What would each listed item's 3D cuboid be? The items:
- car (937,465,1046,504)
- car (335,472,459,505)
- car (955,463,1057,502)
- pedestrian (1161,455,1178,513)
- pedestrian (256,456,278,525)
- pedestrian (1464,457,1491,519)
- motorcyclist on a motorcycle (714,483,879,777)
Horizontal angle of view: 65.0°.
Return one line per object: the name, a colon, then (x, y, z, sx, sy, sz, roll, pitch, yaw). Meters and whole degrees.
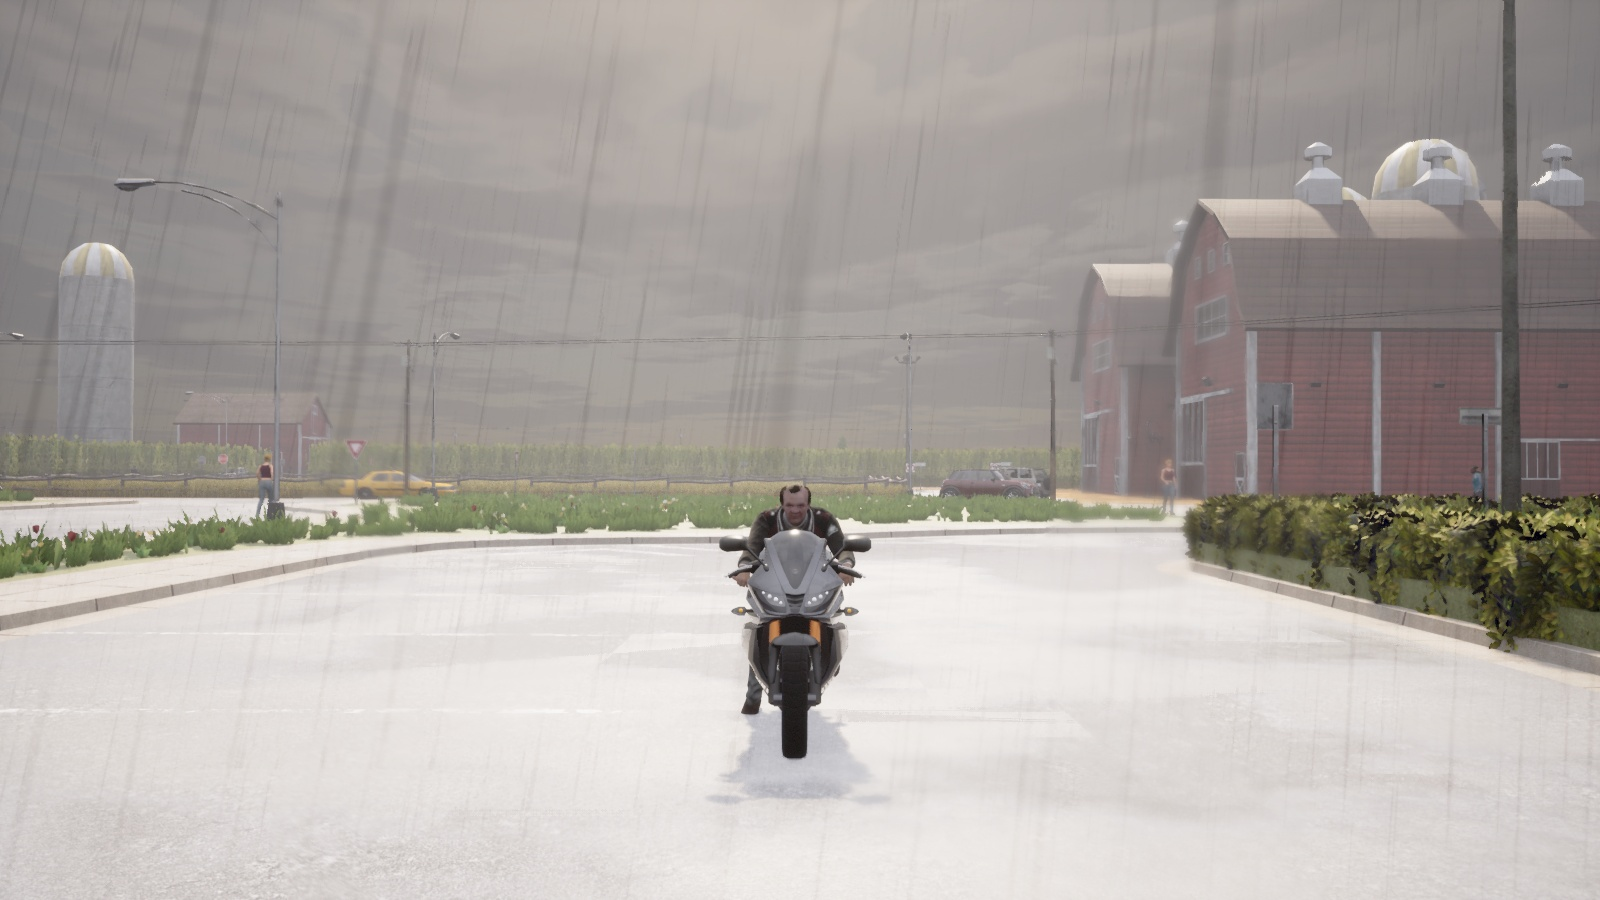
car: (8.877, 1.589, 58.289, 4.553, 1.767, 2.097, -1, -1, 26)
car: (-19.351, 1.843, 60.415, 5.366, 1.575, 1.801, 0, -1, 0)
car: (10.142, 1.612, 62.077, 4.605, 1.855, 1.932, -1, -2, 38)
pedestrian: (11.835, 1.097, 40.245, 0.345, 1.836, 0.594, 0, -1, 0)
pedestrian: (-14.426, 1.098, 34.013, 0.345, 1.836, 0.594, 0, -1, -1)
pedestrian: (21.227, 1.175, 39.356, 0.692, 1.930, 0.396, -1, -1, 22)
motorcyclist on a motorcycle: (-0.023, 0.980, 7.742, 0.866, 1.530, 2.191, 0, -1, 0)
